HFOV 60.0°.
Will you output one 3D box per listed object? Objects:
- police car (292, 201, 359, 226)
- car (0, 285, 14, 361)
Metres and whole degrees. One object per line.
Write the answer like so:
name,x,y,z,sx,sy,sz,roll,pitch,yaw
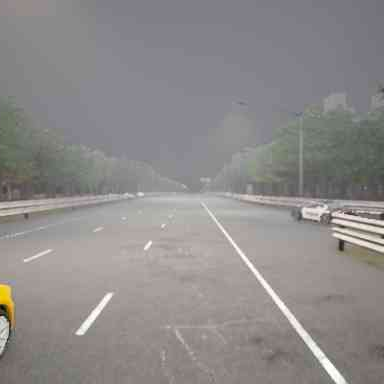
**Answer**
police car,8.725,1.360,22.569,2.038,1.542,4.974,0,1,-18
car,-3.402,1.465,2.642,1.882,1.535,5.008,0,0,0
